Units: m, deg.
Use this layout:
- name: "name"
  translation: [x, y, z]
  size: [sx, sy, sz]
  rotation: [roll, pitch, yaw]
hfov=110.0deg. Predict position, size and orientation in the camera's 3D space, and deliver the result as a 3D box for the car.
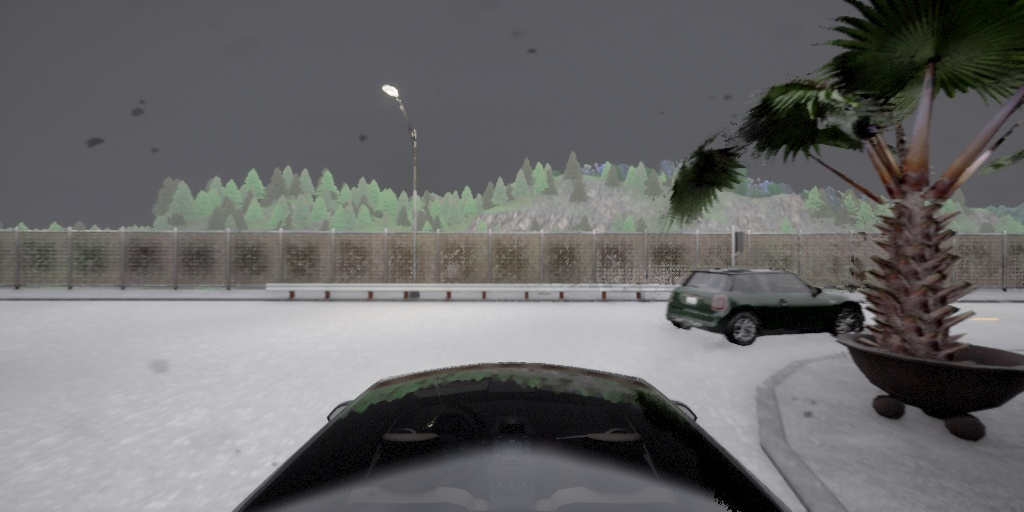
- name: "car"
  translation: [6.416, 1.097, 9.177]
  size: [4.553, 1.767, 2.097]
  rotation: [0, 1, -13]
